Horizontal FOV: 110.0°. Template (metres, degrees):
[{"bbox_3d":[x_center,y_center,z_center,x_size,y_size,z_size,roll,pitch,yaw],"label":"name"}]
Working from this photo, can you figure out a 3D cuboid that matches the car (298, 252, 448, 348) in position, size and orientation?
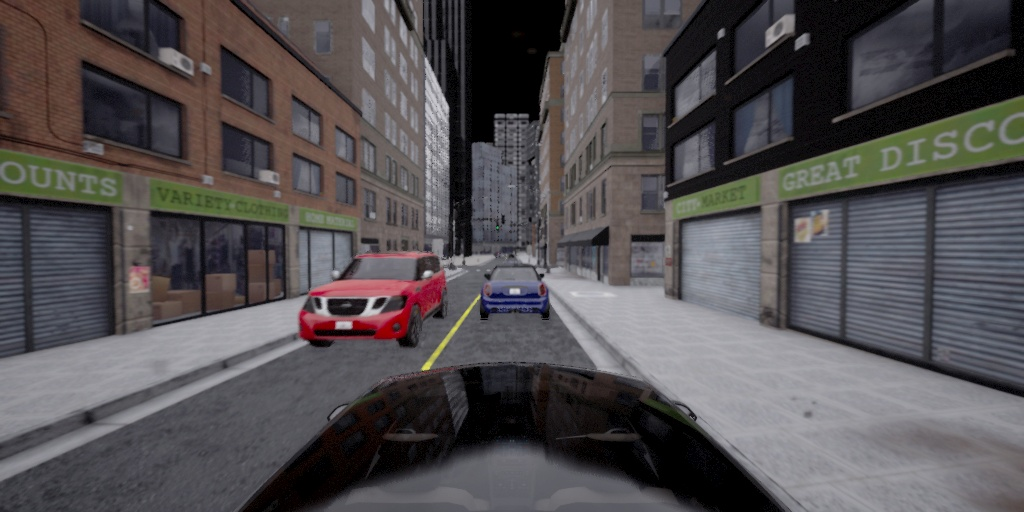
[{"bbox_3d":[-3.109,0.902,9.386,2.150,2.045,5.566,0,1,0],"label":"car"}]

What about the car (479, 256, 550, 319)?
[{"bbox_3d":[0.084,1.005,12.401,2.097,1.767,4.553,0,1,0],"label":"car"}]
